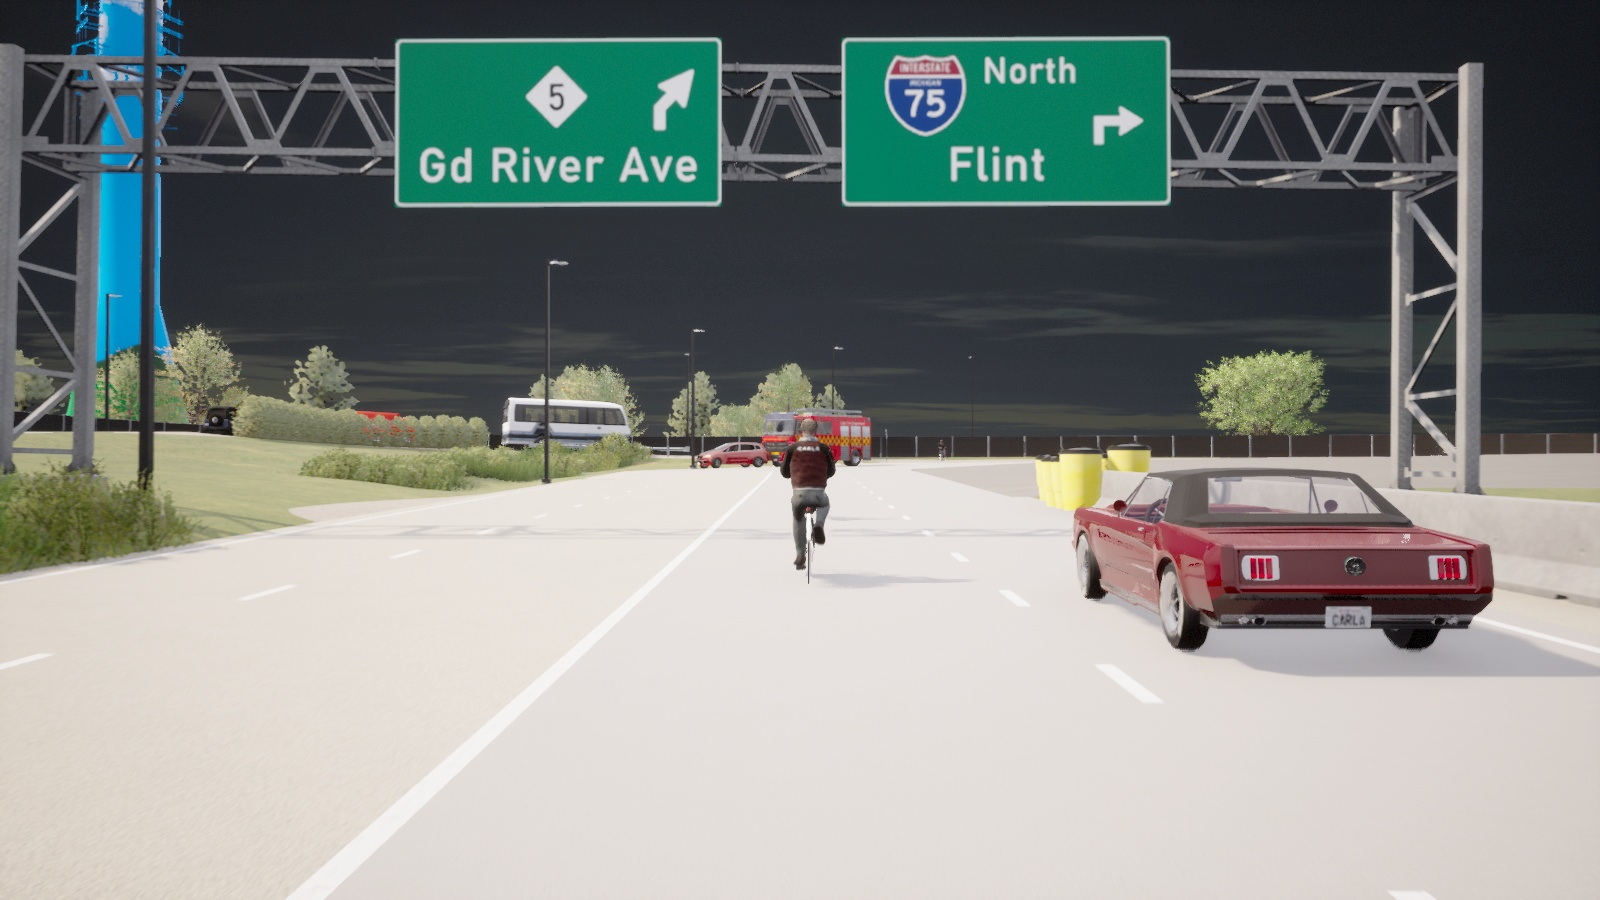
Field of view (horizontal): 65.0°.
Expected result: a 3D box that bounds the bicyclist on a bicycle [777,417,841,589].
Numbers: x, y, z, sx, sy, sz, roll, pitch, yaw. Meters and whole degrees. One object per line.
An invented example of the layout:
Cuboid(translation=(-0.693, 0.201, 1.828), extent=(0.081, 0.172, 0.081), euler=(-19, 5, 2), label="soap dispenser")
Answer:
Cuboid(translation=(0.096, 0.539, 13.883), extent=(0.659, 1.776, 1.843), euler=(0, 1, 0), label="bicyclist on a bicycle")

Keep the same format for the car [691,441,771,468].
Cuboid(translation=(-4.408, 0.268, 80.574), extent=(4.611, 1.667, 2.242), euler=(0, -1, -27), label="car")

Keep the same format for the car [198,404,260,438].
Cuboid(translation=(-35.503, -1.770, 78.179), extent=(1.905, 1.878, 3.866), euler=(0, -2, 4), label="car")

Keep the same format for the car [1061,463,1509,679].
Cuboid(translation=(3.575, 0.792, 10.357), extent=(1.895, 1.301, 4.718), euler=(0, 0, 0), label="car")

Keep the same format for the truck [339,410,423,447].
Cuboid(translation=(-30.483, -1.515, 91.547), extent=(2.627, 2.467, 5.204), euler=(1, -2, 34), label="truck")

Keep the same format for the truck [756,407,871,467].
Cuboid(translation=(1.012, -0.799, 84.008), extent=(2.891, 3.827, 8.468), euler=(0, 0, 41), label="truck")
